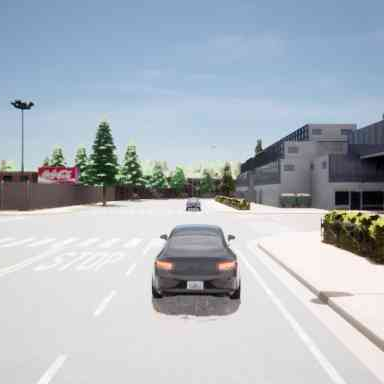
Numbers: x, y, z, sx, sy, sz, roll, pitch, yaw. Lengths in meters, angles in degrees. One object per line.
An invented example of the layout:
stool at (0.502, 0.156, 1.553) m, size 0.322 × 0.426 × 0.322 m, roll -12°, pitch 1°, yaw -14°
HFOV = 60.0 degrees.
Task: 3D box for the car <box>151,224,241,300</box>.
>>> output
car at (0.130, 1.524, 8.312) m, size 1.812 × 1.442 × 4.674 m, roll 0°, pitch 0°, yaw 2°

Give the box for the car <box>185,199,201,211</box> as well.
car at (0.178, 1.546, 41.533) m, size 2.033 × 1.411 × 5.357 m, roll 0°, pitch 0°, yaw 0°

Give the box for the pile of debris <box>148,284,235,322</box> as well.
pile of debris at (-0.010, 2.175, 6.664) m, size 1.500 × 0.140 × 1.860 m, roll 0°, pitch 0°, yaw 0°
